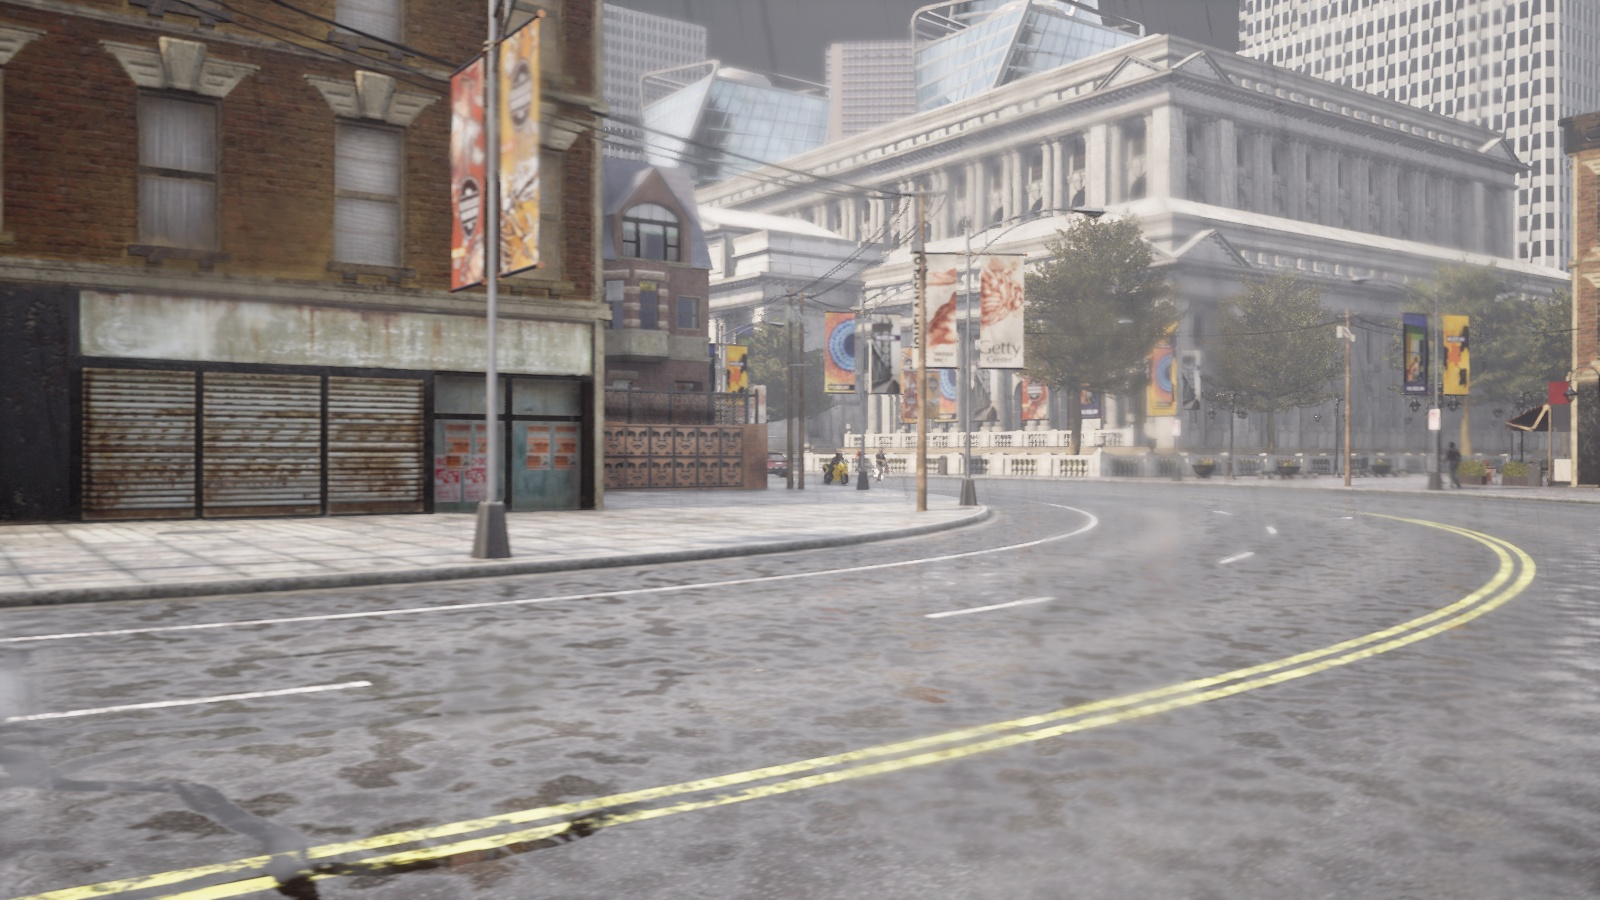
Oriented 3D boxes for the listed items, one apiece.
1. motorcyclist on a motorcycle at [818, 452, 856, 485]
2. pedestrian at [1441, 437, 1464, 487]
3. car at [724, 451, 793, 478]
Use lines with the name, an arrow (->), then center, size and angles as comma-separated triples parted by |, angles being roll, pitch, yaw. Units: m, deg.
motorcyclist on a motorcycle -> 1.744, 0.883, 59.782 | 0.797, 1.523, 2.044 | 0, 0, -33
pedestrian -> 25.258, 0.474, 48.611 | 0.402, 1.930, 0.666 | 0, 0, -18
car -> -2.634, 0.891, 78.516 | 2.033, 1.649, 4.856 | 0, 0, -35
